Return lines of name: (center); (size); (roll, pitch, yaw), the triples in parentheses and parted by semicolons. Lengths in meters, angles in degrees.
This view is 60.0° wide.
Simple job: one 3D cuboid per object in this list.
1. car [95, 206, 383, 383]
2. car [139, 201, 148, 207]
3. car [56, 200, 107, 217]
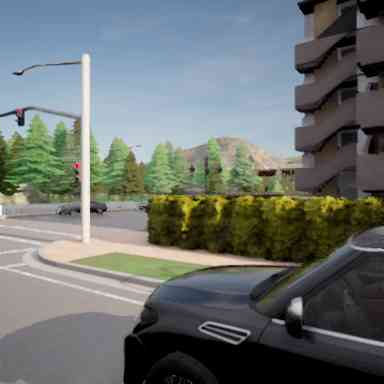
car: (1.956, 1.220, 2.434); (5.566, 2.045, 2.150); (0, 0, 37)
car: (-4.123, 1.470, 39.217); (1.882, 1.535, 5.008); (0, 0, 38)
car: (-10.290, 1.490, 31.256); (2.128, 1.511, 4.902); (0, 0, 38)
